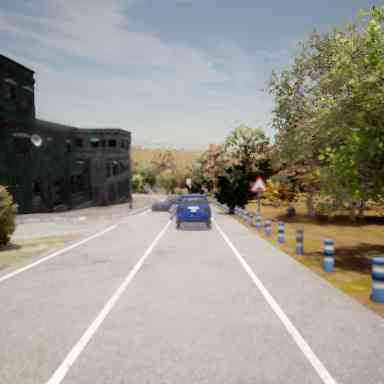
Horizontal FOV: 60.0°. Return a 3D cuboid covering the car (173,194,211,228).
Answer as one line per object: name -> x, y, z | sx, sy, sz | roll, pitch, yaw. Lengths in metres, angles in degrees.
car -> 0.093, 1.173, 22.143 | 2.150, 2.045, 5.566 | 0, 0, 0

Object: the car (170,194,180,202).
car -> -3.519, 1.253, 70.411 | 2.033, 1.411, 5.357 | 0, 1, -3

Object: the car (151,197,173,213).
car -> -3.354, 1.521, 36.716 | 1.895, 1.301, 4.718 | 0, 0, 0

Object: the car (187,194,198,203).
car -> 0.018, 1.208, 63.441 | 2.097, 1.767, 4.553 | 0, 0, -1

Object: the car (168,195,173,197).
car -> -3.322, 1.385, 55.101 | 1.837, 1.490, 4.892 | 0, 0, 0

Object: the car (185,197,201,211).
car -> 0.091, 1.417, 39.799 | 1.837, 1.490, 4.892 | 0, 0, 0
